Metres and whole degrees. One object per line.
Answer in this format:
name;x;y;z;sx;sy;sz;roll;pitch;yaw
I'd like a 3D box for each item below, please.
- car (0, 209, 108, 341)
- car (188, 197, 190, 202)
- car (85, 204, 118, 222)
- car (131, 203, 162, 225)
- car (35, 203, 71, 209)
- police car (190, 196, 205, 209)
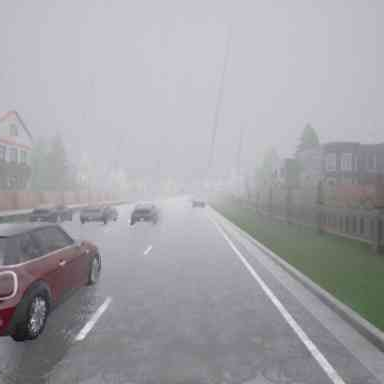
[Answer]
car;-3.401;1.388;6.726;2.097;1.767;4.553;0;0;0
car;0.003;1.849;84.704;1.895;1.301;4.718;0;0;0
car;-6.900;1.622;25.016;2.128;1.511;4.902;0;0;0
car;-3.400;1.635;25.091;1.837;1.490;4.892;0;0;0
car;-10.400;1.636;25.096;1.837;1.490;4.892;0;0;0
police car;1.051;1.693;51.601;1.930;1.638;5.238;0;0;0
